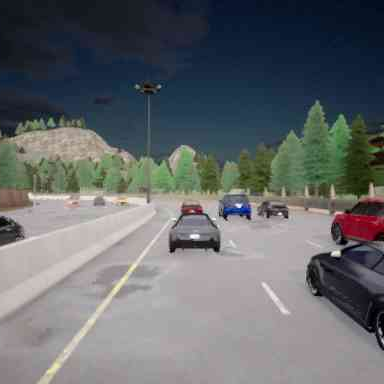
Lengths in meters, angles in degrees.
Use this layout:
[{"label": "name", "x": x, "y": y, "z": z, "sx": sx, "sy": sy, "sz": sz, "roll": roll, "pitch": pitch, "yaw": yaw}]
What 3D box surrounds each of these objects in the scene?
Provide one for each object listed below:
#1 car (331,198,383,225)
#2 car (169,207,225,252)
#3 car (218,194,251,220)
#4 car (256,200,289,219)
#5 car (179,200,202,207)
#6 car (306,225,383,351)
[{"label": "car", "x": 7.100, "y": 1.217, "z": 12.071, "sx": 2.150, "sy": 2.045, "sz": 5.566, "roll": 0, "pitch": 0, "yaw": 0}, {"label": "car", "x": 0.099, "y": 1.560, "z": 13.933, "sx": 1.994, "sy": 1.385, "sz": 4.181, "roll": 0, "pitch": 0, "yaw": 0}, {"label": "car", "x": 3.504, "y": 1.213, "z": 28.029, "sx": 2.150, "sy": 2.045, "sz": 5.566, "roll": 0, "pitch": 0, "yaw": -2}, {"label": "car", "x": 6.944, "y": 1.495, "z": 29.040, "sx": 1.837, "sy": 1.490, "sz": 4.892, "roll": 0, "pitch": 0, "yaw": -2}, {"label": "car", "x": -0.119, "y": 1.468, "z": 30.556, "sx": 1.882, "sy": 1.535, "sz": 5.008, "roll": 0, "pitch": 0, "yaw": -2}, {"label": "car", "x": 3.596, "y": 1.562, "z": 5.931, "sx": 1.994, "sy": 1.385, "sz": 4.181, "roll": 0, "pitch": 0, "yaw": 0}]
